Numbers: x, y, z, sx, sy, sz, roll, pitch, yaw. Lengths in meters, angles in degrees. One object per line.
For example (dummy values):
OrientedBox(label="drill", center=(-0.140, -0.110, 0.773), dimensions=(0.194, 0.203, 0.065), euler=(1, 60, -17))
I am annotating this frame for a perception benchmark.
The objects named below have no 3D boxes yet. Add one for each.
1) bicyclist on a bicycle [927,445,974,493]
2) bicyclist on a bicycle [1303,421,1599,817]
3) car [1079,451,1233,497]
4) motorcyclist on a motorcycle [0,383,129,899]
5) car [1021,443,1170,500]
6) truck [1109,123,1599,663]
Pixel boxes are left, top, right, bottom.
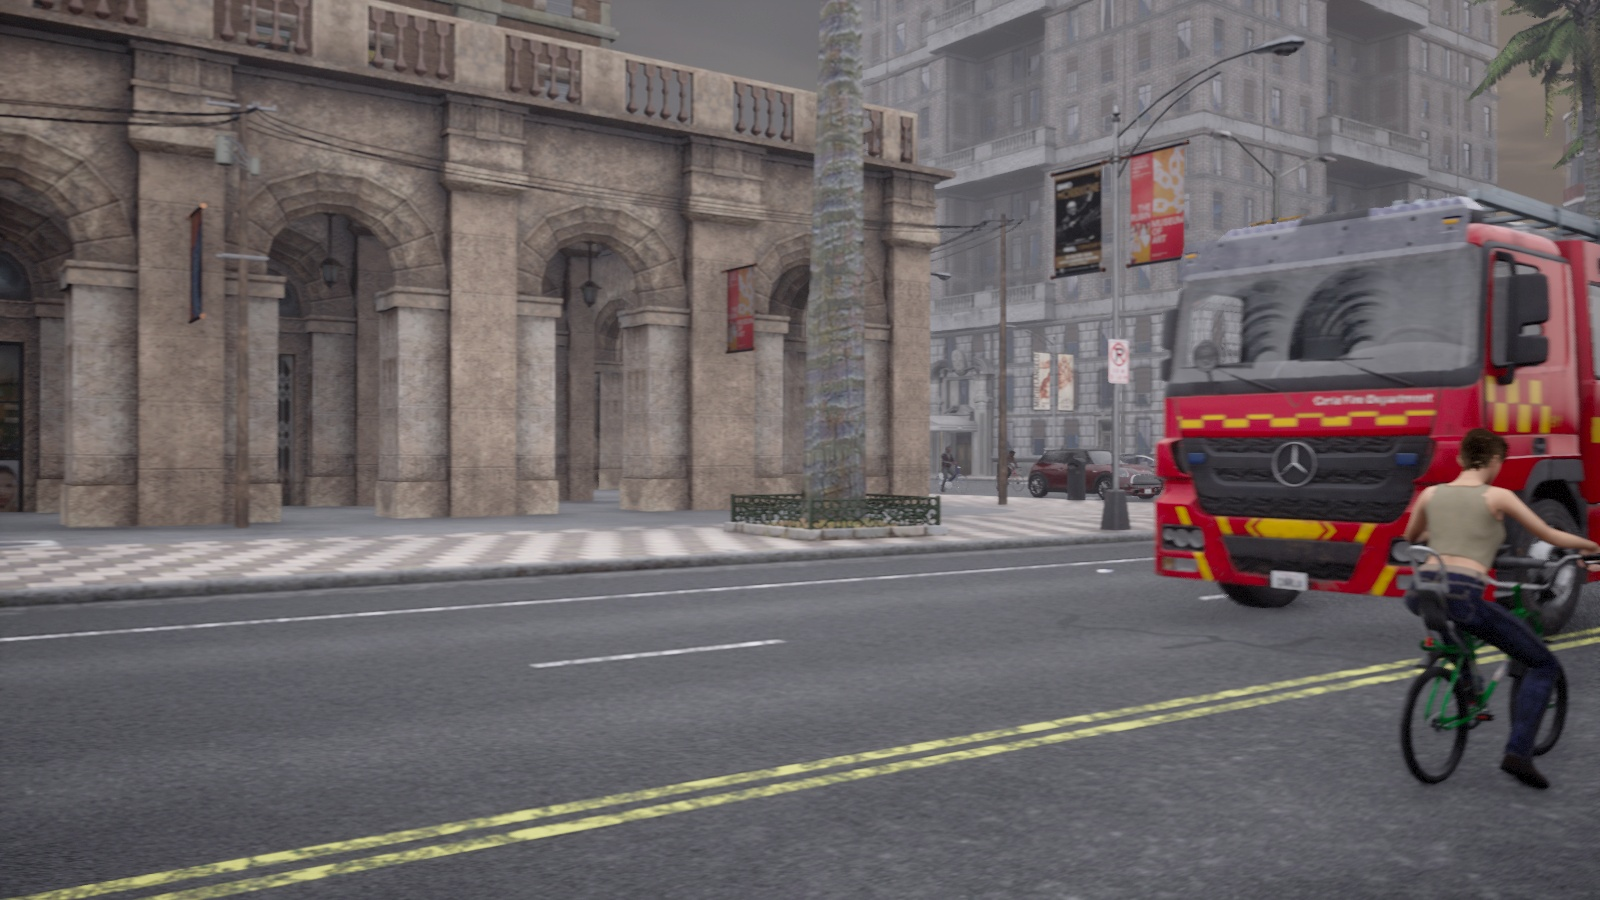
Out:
OrientedBox(label="bicyclist on a bicycle", center=(5.653, 0.719, 47.196), dimensions=(0.659, 1.776, 1.843), euler=(0, 0, -35))
OrientedBox(label="bicyclist on a bicycle", center=(3.200, 0.689, 5.893), dimensions=(1.509, 1.612, 0.866), euler=(0, 0, -35))
OrientedBox(label="car", center=(12.326, 0.782, 43.773), dimensions=(2.128, 1.511, 4.902), euler=(0, 0, -35))
OrientedBox(label="motorcyclist on a motorcycle", center=(-2.428, 0.705, 1.969), dimensions=(2.350, 1.649, 0.766), euler=(0, 0, -35))
OrientedBox(label="car", center=(9.686, 0.684, 41.449), dimensions=(2.097, 1.767, 4.553), euler=(0, 0, -35))
OrientedBox(label="truck", center=(6.927, -0.403, 12.710), dimensions=(8.468, 3.827, 2.891), euler=(0, 0, -40))
